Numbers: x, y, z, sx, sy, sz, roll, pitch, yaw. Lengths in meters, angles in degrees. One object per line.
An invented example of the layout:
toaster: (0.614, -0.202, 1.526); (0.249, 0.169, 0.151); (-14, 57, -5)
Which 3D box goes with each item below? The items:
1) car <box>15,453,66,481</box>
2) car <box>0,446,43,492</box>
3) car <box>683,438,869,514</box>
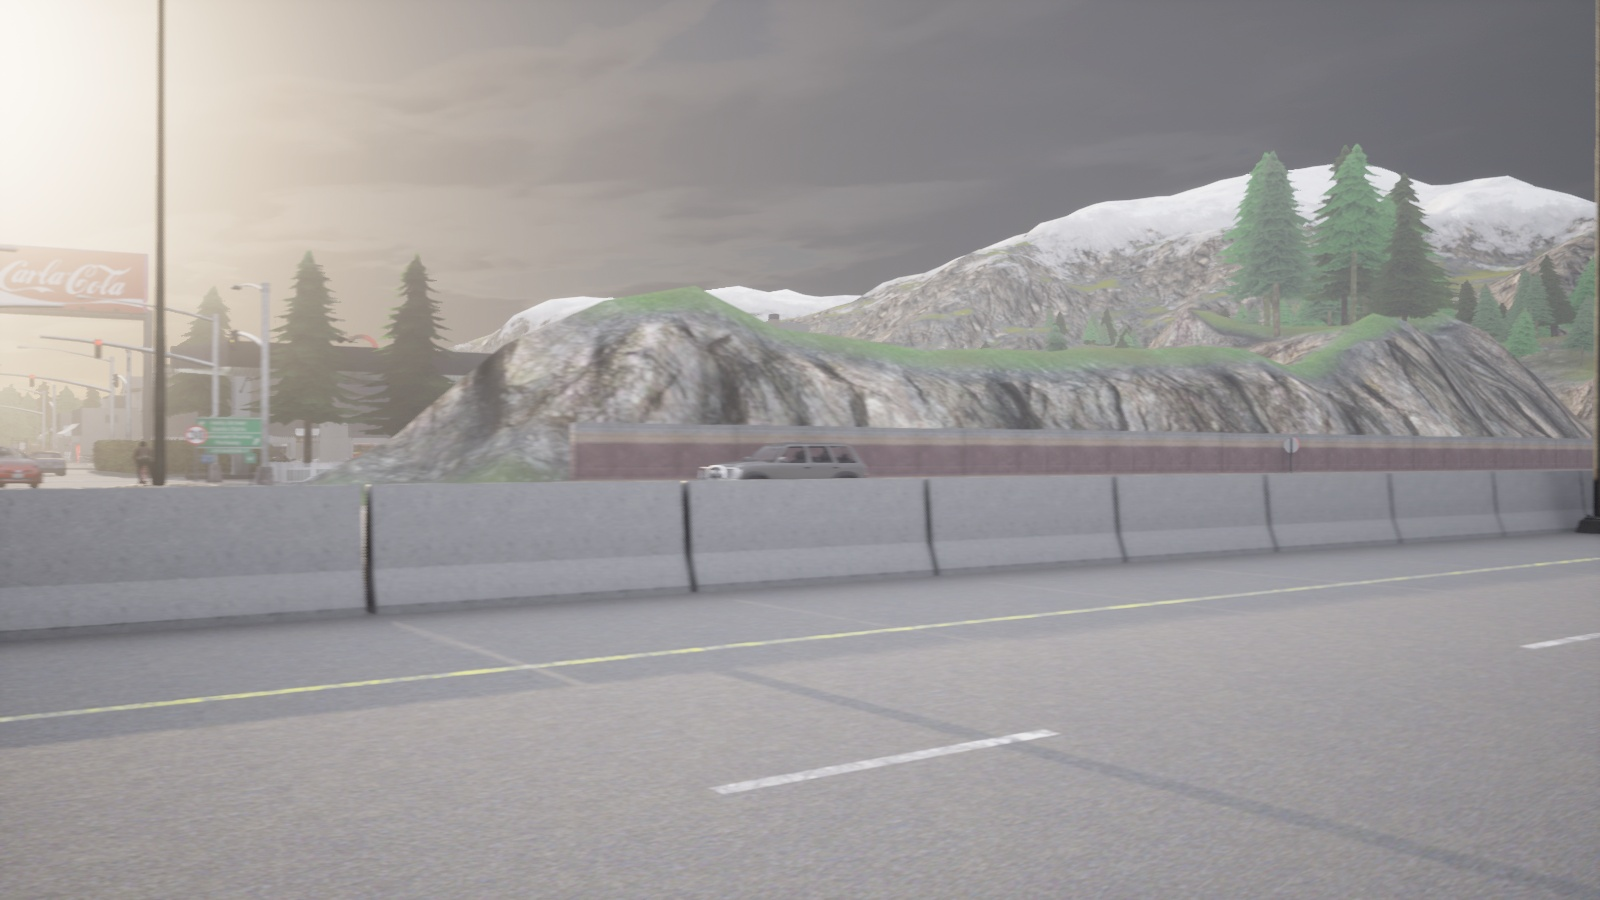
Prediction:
car: (-42.106, 0.929, 69.589); (2.033, 1.411, 5.357); (2, 0, -35)
car: (-28.263, 0.681, 43.549); (4.514, 1.525, 2.007); (-1, -1, 39)
car: (-0.589, 0.645, 33.101); (4.605, 1.855, 1.932); (0, 0, -35)
